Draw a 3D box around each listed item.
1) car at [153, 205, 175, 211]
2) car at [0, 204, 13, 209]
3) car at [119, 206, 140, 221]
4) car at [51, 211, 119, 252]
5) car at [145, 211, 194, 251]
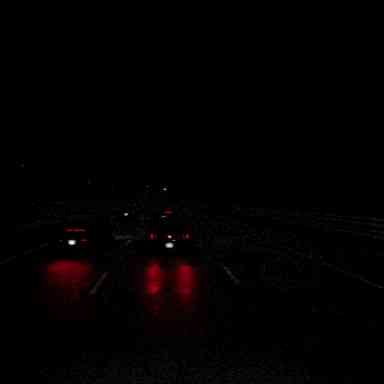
[{"bbox_3d":[-2.719,2.068,32.495,1.837,1.490,4.892,1,-2,-5],"label":"car"},{"bbox_3d":[-16.526,1.731,27.699,1.882,1.535,5.008,1,-2,-5],"label":"car"},{"bbox_3d":[-6.242,2.083,32.576,1.994,1.385,4.181,1,-2,-5],"label":"car"},{"bbox_3d":[-4.526,1.587,14.326,1.837,1.490,4.892,1,-1,-5],"label":"car"},{"bbox_3d":[-1.048,1.739,14.695,1.895,1.301,4.718,1,-1,-5],"label":"car"}]
